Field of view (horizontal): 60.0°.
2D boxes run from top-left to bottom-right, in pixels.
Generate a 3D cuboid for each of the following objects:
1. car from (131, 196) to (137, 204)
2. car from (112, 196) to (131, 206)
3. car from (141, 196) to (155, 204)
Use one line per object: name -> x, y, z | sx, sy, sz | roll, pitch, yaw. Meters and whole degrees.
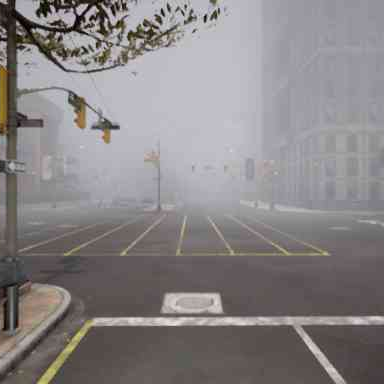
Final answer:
car -> -11.528, 1.494, 61.938 | 1.994, 1.385, 4.181 | 0, 0, 0
car -> -11.525, 1.440, 53.244 | 1.837, 1.490, 4.892 | 0, 0, 0
car -> -8.033, 1.490, 61.046 | 1.994, 1.385, 4.181 | 0, 0, 0
